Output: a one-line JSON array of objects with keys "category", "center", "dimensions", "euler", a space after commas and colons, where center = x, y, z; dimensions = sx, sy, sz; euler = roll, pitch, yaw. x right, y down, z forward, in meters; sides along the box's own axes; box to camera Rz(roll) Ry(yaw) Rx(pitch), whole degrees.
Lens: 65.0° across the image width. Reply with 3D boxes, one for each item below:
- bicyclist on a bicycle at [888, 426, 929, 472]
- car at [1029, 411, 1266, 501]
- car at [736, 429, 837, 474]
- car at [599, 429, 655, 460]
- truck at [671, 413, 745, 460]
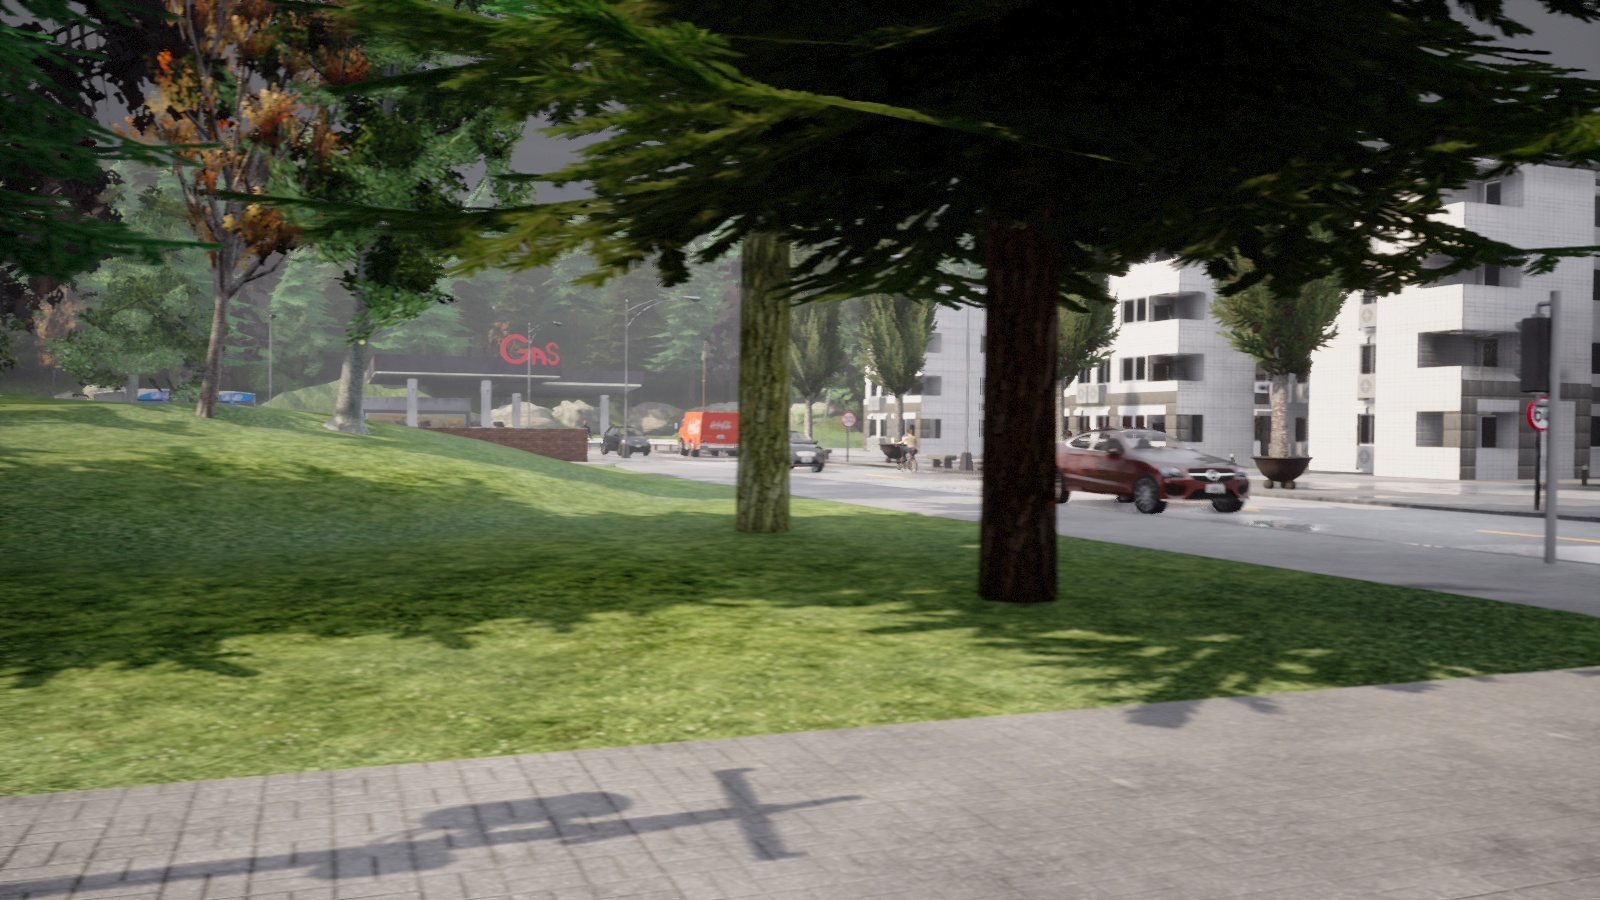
[{"category": "bicyclist on a bicycle", "center": [3.914, -0.047, 45.297], "dimensions": [0.866, 1.612, 1.509], "euler": [-1, 1, -21]}, {"category": "car", "center": [6.985, 0.077, 25.939], "dimensions": [2.152, 1.651, 5.027], "euler": [-1, 1, -21]}, {"category": "car", "center": [-0.575, 0.013, 45.837], "dimensions": [2.128, 1.511, 4.902], "euler": [-1, 1, -21]}, {"category": "car", "center": [-9.556, -0.330, 69.298], "dimensions": [1.851, 1.617, 3.988], "euler": [-1, 1, -27]}, {"category": "truck", "center": [-5.116, -0.759, 69.005], "dimensions": [2.627, 2.467, 5.204], "euler": [-1, 1, -21]}]
